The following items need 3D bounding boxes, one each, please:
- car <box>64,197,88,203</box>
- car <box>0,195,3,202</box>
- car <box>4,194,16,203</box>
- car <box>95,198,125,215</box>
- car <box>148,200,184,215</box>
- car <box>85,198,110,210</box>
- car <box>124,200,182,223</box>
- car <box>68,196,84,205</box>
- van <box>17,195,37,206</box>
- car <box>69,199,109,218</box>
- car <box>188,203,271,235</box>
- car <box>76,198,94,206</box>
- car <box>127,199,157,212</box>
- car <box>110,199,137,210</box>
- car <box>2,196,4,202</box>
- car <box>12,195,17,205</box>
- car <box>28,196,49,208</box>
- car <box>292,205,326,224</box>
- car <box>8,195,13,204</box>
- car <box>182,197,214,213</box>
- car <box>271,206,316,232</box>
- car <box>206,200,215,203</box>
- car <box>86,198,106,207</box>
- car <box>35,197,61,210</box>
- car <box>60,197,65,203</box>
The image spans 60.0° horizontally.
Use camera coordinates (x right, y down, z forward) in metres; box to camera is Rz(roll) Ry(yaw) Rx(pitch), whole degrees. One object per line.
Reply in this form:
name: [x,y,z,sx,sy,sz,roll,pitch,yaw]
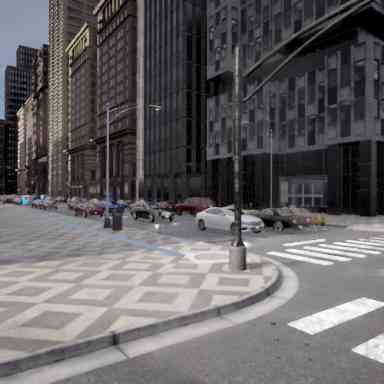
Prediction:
car: [-14.396,1.694,42.562,1.994,1.385,4.181,0,0,-37]
car: [-45.457,1.707,81.787,1.967,1.590,4.097,0,0,-35]
car: [-38.986,1.547,72.641,2.192,1.841,5.009,0,0,-35]
car: [-8.707,1.580,34.474,1.882,1.535,5.008,0,0,-35]
car: [-2.916,1.672,36.420,1.887,1.381,4.507,0,0,-35]
car: [-13.236,1.631,46.317,1.882,1.535,5.008,0,0,-35]
car: [-3.263,1.568,26.766,2.128,1.511,4.902,0,0,-35]
car: [-22.328,1.664,63.857,1.967,1.590,4.097,0,0,-35]
van: [-29.279,1.522,58.922,1.690,1.788,3.998,0,0,-35]
car: [-9.866,1.628,31.482,1.887,1.381,4.507,0,0,-35]
car: [2.024,1.577,19.254,1.812,1.442,4.674,0,0,-37]
car: [-19.093,1.789,59.284,1.802,1.307,4.206,0,0,-35]
car: [-6.250,1.669,41.132,1.752,1.417,4.829,0,0,-35]
car: [-9.387,1.709,45.566,2.008,1.369,4.403,0,0,-35]
car: [-42.222,1.831,77.214,1.802,1.307,4.206,0,0,-35]
car: [-32.417,1.722,63.355,1.752,1.417,4.829,0,0,-35]
car: [-22.808,1.729,49.774,1.802,1.307,4.206,0,0,-35]
car: [6.692,1.607,22.840,1.752,1.417,4.829,0,0,-35]
car: [-35.750,1.796,68.067,1.802,1.307,4.206,0,0,-35]
car: [0.319,1.427,31.847,2.192,1.841,5.009,0,0,-35]
car: [4.872,1.666,20.522,1.895,1.301,4.718,0,0,-34]
car: [3.456,1.623,27.413,1.752,1.417,4.829,0,0,-35]
car: [-15.858,1.757,54.711,1.947,1.339,4.313,0,0,-35]
car: [-19.572,1.713,45.201,1.802,1.307,4.206,0,0,-35]
car: [-28.799,1.698,73.003,1.967,1.590,4.097,0,0,-35]
